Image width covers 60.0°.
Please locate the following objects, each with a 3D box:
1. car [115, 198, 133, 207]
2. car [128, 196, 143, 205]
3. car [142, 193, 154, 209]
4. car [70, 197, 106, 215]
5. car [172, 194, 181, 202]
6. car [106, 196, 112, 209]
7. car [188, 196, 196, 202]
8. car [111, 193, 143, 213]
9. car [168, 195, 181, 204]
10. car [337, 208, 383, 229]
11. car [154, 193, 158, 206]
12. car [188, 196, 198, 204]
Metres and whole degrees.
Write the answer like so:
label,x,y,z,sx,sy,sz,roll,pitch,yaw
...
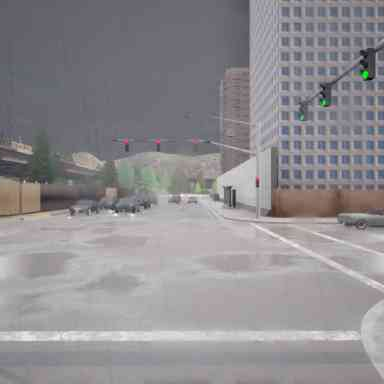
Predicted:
label,x,y,z,sx,sy,sz,roll,pitch,yaw
car,-10.581,1.601,51.907,1.895,1.301,4.718,0,0,0
car,-10.551,1.478,62.126,1.882,1.535,5.008,0,0,0
car,-7.078,1.221,46.200,2.150,2.045,5.566,0,0,0
car,-10.599,1.492,33.217,2.128,1.511,4.902,0,0,1
car,-3.491,1.305,74.449,1.882,1.535,5.008,0,0,0
car,-10.586,1.352,42.113,2.097,1.767,4.553,0,0,0
car,0.010,1.595,74.828,1.895,1.301,4.718,0,0,0
car,-7.083,1.352,36.764,2.097,1.767,4.553,0,0,0
car,-3.492,1.601,64.257,1.895,1.301,4.718,0,0,0
car,11.856,1.656,21.162,4.718,1.301,1.895,0,0,0
car,-7.057,1.221,56.929,2.150,2.045,5.566,0,0,0
car,0.104,1.601,64.586,1.895,1.301,4.718,0,0,0
